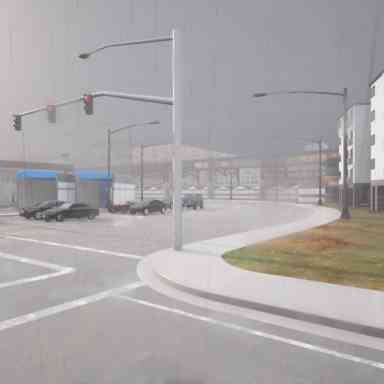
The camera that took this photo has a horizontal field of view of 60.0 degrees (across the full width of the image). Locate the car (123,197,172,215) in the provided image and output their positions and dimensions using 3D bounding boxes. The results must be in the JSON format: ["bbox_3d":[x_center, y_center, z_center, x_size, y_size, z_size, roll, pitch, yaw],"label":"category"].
[{"bbox_3d":[-4.459,1.505,34.031,1.837,1.490,4.892,0,0,30],"label":"car"}]

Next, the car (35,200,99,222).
[{"bbox_3d":[-9.590,1.526,26.544,1.812,1.442,4.674,0,0,36],"label":"car"}]

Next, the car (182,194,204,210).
[{"bbox_3d":[-0.030,1.221,43.744,2.150,2.045,5.566,0,0,16],"label":"car"}]

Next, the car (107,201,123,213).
[{"bbox_3d":[-7.067,1.601,36.378,1.895,1.301,4.718,0,0,30],"label":"car"}]

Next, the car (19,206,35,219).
[{"bbox_3d":[-12.299,1.505,28.770,1.837,1.490,4.892,0,0,36],"label":"car"}]
